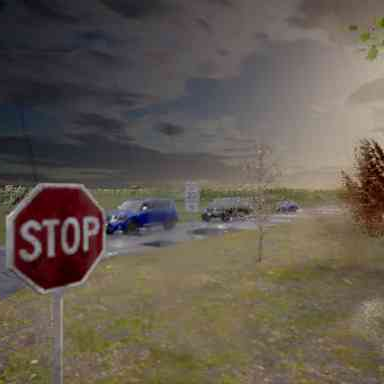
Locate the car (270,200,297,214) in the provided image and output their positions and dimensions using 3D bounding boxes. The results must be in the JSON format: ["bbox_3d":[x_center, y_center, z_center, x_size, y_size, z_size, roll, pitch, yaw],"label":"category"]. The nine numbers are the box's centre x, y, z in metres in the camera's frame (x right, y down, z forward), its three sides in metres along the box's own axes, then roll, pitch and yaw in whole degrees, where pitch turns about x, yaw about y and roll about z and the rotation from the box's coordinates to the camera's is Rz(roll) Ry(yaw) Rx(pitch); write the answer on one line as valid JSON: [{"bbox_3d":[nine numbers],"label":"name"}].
[{"bbox_3d":[11.229,1.769,40.560,1.882,1.535,5.008,-1,-1,36],"label":"car"}]

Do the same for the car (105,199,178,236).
[{"bbox_3d":[-3.122,1.443,20.389,2.150,2.045,5.566,-1,-1,35],"label":"car"}]

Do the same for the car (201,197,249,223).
[{"bbox_3d":[2.970,1.476,28.972,2.150,2.045,5.566,-1,-1,35],"label":"car"}]
